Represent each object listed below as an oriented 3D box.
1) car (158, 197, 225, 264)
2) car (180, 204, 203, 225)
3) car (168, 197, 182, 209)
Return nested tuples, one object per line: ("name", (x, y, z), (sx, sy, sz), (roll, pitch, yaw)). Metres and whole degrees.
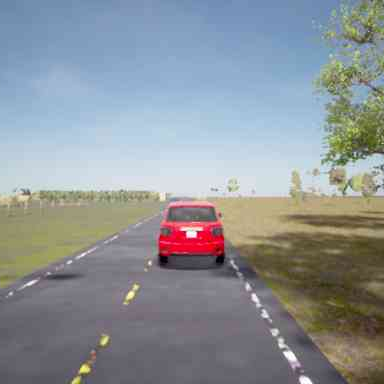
("car", (-0.003, 1.365, 12.579), (2.150, 2.045, 5.566), (0, 0, 0))
("car", (-0.006, 1.820, 28.522), (1.837, 1.490, 4.892), (0, 0, 0))
("car", (-2.811, 1.830, 56.498), (2.150, 2.045, 5.566), (0, -1, 0))
